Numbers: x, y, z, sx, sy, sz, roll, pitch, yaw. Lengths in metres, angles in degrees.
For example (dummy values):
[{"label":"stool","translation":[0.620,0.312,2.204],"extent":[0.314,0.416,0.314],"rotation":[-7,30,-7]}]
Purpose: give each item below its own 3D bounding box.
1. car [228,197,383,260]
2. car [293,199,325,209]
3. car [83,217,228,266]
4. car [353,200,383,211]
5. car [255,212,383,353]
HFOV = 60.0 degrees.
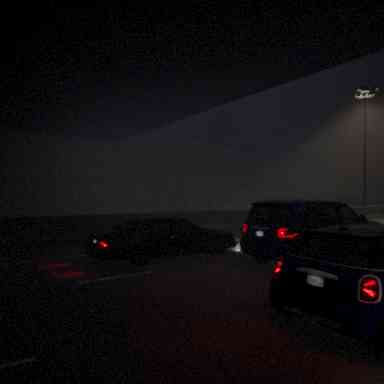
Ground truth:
[{"label":"car","translation":[4.088,1.287,10.939],"extent":[5.566,2.045,2.150],"rotation":[1,0,-35]},{"label":"car","translation":[18.036,1.796,51.089],"extent":[4.902,1.511,2.128],"rotation":[1,0,-35]},{"label":"car","translation":[-0.949,1.587,11.655],"extent":[5.357,1.411,2.033],"rotation":[1,0,-35]},{"label":"car","translation":[25.559,1.882,47.808],"extent":[5.357,1.411,2.033],"rotation":[1,0,-35]},{"label":"car","translation":[3.618,1.396,6.312],"extent":[4.553,1.767,2.097],"rotation":[1,0,-35]}]
